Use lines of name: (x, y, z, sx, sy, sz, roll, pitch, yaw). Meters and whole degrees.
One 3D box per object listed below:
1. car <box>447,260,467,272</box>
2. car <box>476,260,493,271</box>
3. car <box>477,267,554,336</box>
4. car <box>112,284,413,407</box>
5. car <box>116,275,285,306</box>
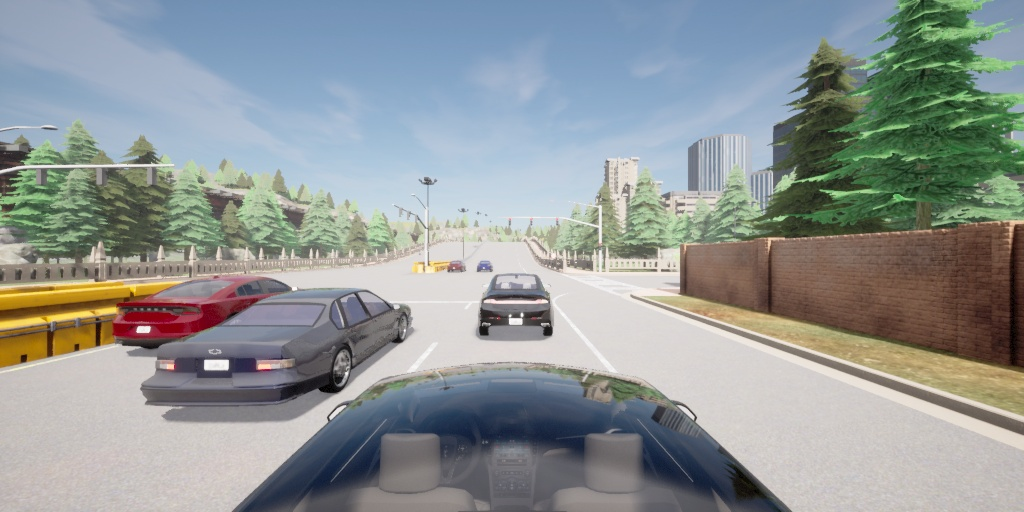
car: (-6.905, 1.276, 45.014, 1.812, 1.442, 4.674, 0, 0, 0)
car: (-3.409, 1.276, 45.621, 1.812, 1.442, 4.674, 0, 0, 0)
car: (0.127, 1.242, 10.377, 2.128, 1.511, 4.902, 0, 0, 1)
car: (-3.400, 1.297, 6.630, 2.033, 1.411, 5.357, 0, 0, 0)
car: (-6.901, 1.228, 9.192, 1.882, 1.535, 5.008, 0, 0, 0)
